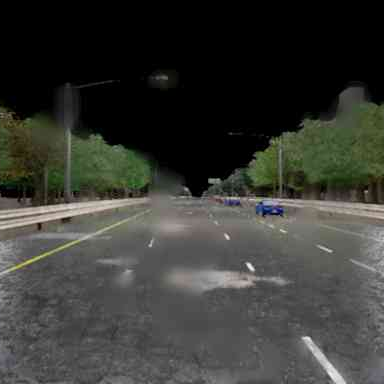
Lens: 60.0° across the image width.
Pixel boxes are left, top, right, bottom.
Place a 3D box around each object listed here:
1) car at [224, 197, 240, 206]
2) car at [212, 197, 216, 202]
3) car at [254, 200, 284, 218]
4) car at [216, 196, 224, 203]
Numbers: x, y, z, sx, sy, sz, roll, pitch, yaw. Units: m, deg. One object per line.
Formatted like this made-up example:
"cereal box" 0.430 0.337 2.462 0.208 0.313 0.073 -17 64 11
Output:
"car" 7.124 1.644 57.358 1.882 1.535 5.008 0 -1 0
"car" 7.378 2.081 93.129 1.882 1.535 5.008 0 -1 1
"car" 7.026 1.496 30.718 1.882 1.535 5.008 0 0 0
"car" 7.248 1.917 77.148 1.812 1.442 4.674 0 -1 0
